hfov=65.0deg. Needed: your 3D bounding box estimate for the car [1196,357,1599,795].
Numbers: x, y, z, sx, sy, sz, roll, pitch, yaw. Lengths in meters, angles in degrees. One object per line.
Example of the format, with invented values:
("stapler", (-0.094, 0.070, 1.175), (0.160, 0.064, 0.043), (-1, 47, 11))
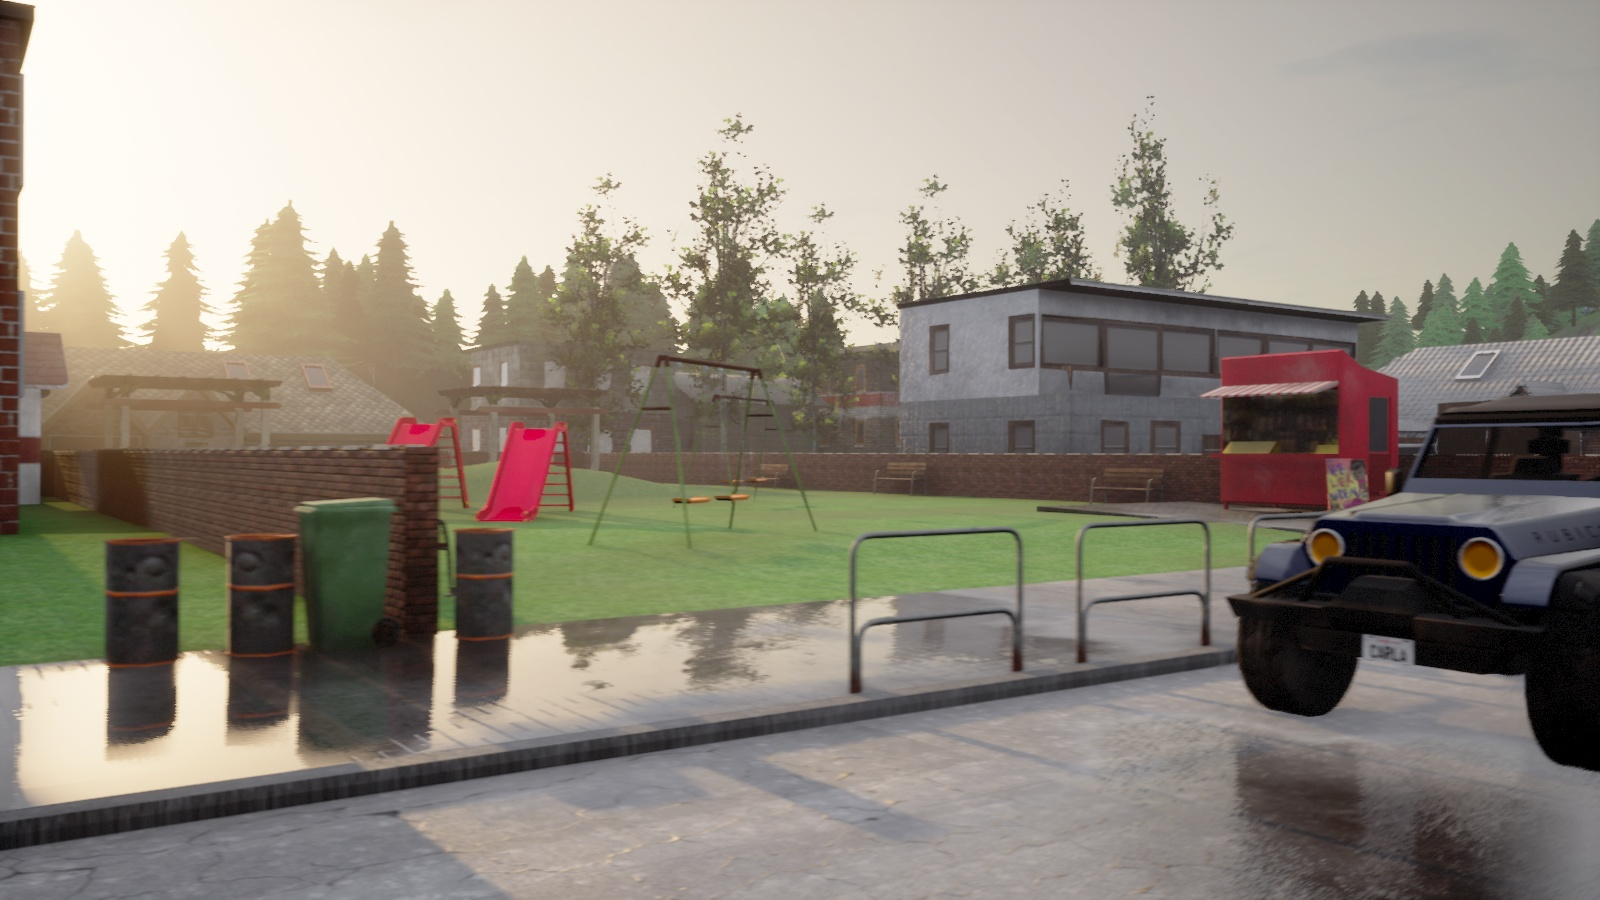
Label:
("car", (4.327, 0.551, 7.282), (3.866, 1.878, 1.905), (0, 0, -35))
